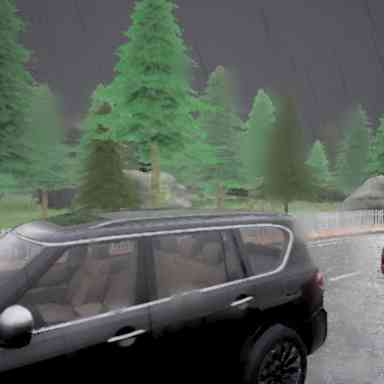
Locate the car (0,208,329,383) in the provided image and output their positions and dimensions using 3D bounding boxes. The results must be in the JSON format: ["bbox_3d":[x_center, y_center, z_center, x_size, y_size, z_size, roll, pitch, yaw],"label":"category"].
[{"bbox_3d":[-0.973,1.225,3.270,5.566,2.045,2.150,0,0,-35],"label":"car"}]

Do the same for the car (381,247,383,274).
[{"bbox_3d":[7.024,1.373,8.863,4.553,1.767,2.097,0,0,-35],"label":"car"}]
